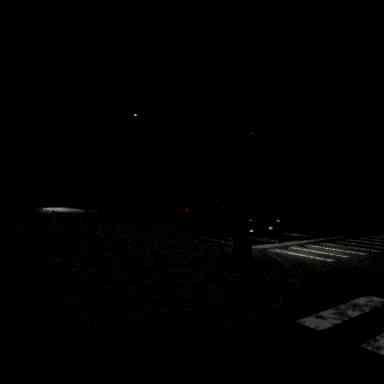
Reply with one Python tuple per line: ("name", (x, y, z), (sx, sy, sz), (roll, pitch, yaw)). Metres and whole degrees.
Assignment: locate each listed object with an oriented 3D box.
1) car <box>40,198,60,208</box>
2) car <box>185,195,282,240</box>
("car", (-20.380, 1.570, 47.759), (1.895, 1.301, 4.718), (1, 0, -36))
("car", (1.831, 1.208, 16.773), (2.150, 2.045, 5.566), (1, 0, -36))
